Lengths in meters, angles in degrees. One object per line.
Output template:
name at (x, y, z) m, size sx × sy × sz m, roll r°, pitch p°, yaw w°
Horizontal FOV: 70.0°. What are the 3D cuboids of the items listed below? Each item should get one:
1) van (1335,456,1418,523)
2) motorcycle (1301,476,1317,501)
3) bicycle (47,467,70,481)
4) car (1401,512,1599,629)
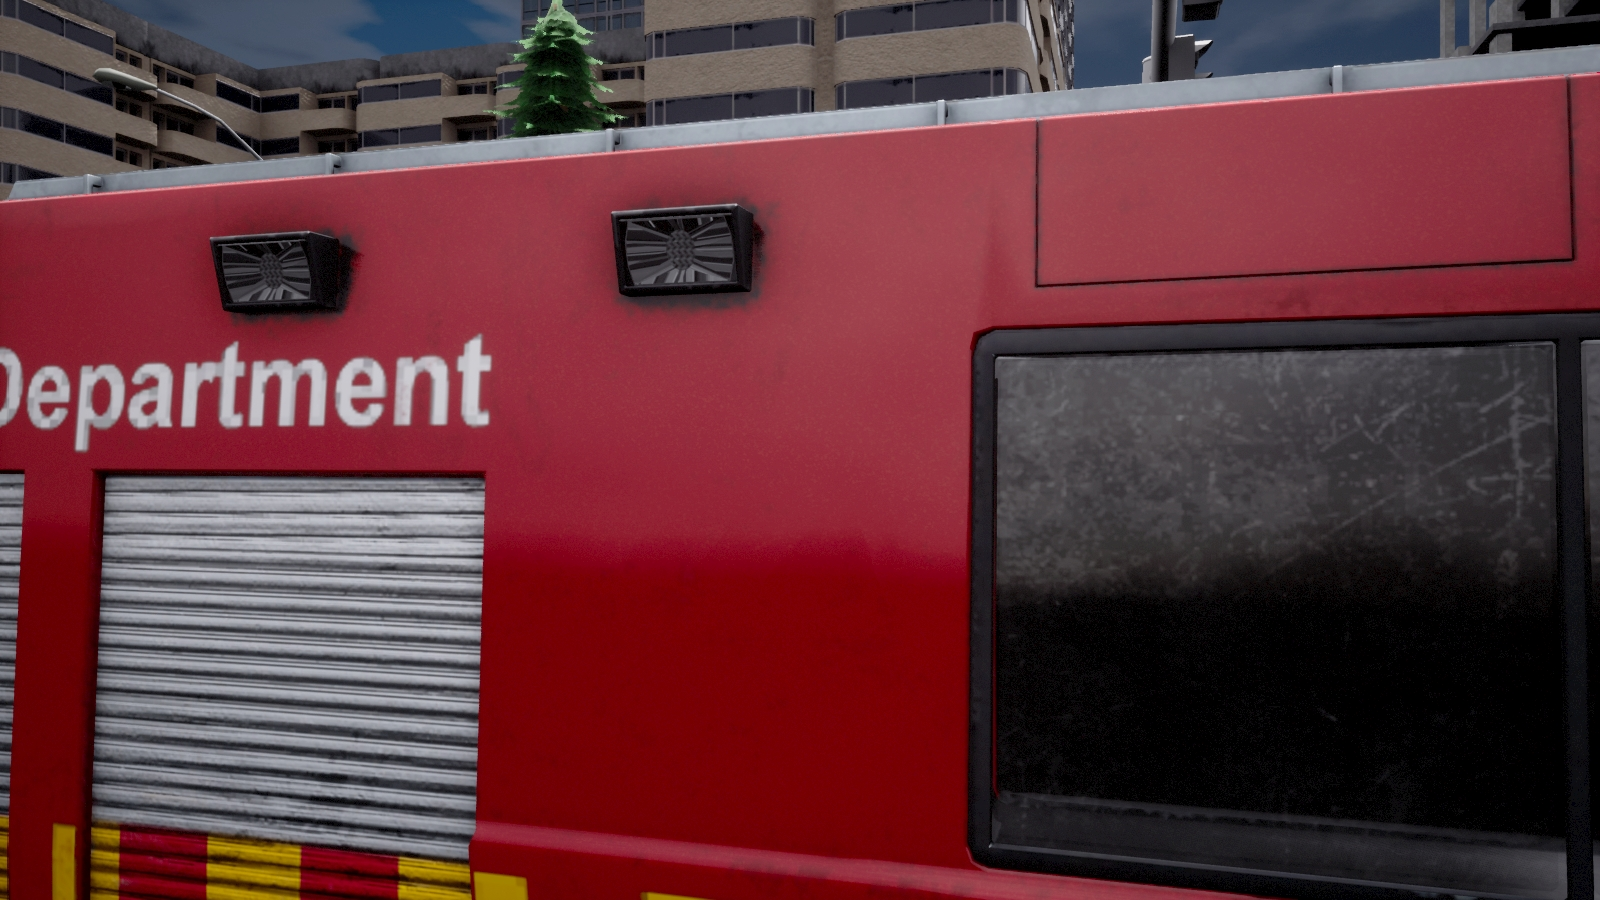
van at (23.834, 1.534, 47.441) m, size 1.988 × 2.561 × 5.915 m, roll 0°, pitch 0°, yaw 16°
motorcycle at (28.437, 2.155, 63.844) m, size 0.764 × 1.307 × 2.356 m, roll -1°, pitch 0°, yaw 25°
bicycle at (-65.142, 2.102, 100.377) m, size 1.487 × 1.276 × 0.859 m, roll 0°, pitch 0°, yaw 15°
car at (12.484, 2.037, 20.491) m, size 2.038 × 1.542 × 4.974 m, roll 0°, pitch 0°, yaw 16°
